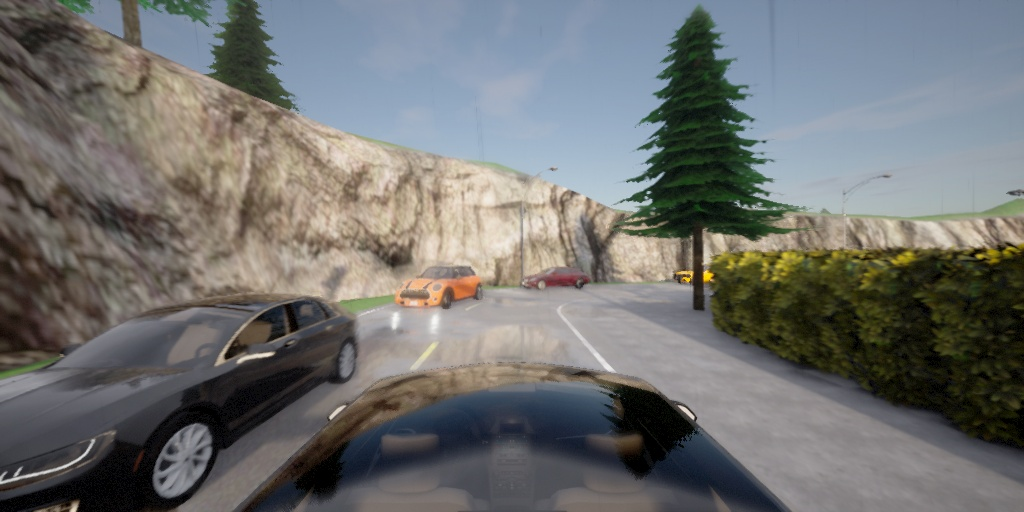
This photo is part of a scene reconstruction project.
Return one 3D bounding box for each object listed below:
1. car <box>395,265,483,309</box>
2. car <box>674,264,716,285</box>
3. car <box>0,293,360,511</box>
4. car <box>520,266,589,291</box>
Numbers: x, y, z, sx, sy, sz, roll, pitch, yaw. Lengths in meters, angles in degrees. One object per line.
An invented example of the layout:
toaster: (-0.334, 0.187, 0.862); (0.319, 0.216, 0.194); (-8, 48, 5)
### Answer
car: (-2.978, 1.184, 15.464); (2.097, 1.767, 4.553); (0, 0, 18)
car: (14.029, 1.289, 25.365); (5.008, 1.535, 1.882); (0, 0, -5)
car: (-3.566, 1.283, 4.414); (1.837, 1.490, 4.892); (0, -1, 0)
car: (2.757, 1.390, 22.872); (4.674, 1.442, 1.812); (0, 0, -26)
